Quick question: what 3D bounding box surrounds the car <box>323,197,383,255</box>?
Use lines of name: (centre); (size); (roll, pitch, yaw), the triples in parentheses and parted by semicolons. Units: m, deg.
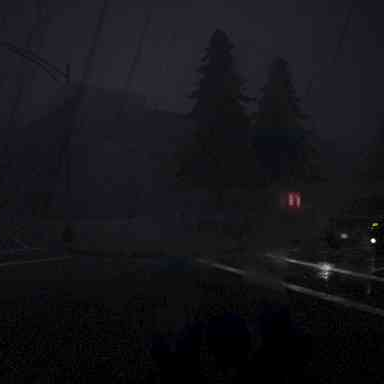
car: (7.745, 1.248, 13.719); (5.566, 2.045, 2.150); (0, 0, -36)
